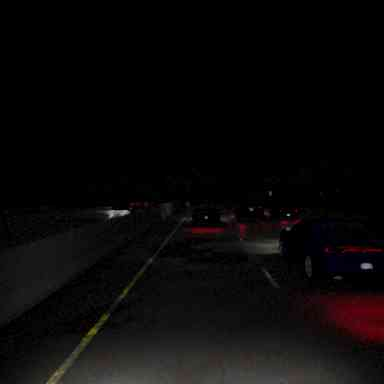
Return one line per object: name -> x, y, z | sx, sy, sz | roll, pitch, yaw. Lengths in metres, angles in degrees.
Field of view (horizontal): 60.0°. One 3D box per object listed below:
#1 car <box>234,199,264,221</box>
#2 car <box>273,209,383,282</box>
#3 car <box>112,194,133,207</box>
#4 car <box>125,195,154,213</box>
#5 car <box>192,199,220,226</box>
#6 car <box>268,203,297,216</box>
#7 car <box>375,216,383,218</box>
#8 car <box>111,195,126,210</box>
car -> 4.686, 1.390, 27.868 | 2.097, 1.767, 4.553 | 0, 0, 2
car -> 3.970, 1.498, 9.863 | 1.882, 1.535, 5.008 | 0, 0, 2
car -> -11.757, 1.570, 56.643 | 2.150, 2.045, 5.566 | 0, -3, 2
car -> -5.615, 1.364, 37.279 | 2.097, 1.767, 4.553 | 0, 0, 3
car -> 1.024, 1.500, 23.956 | 1.882, 1.535, 5.008 | 0, 0, 2
car -> 8.295, 1.652, 30.500 | 1.895, 1.301, 4.718 | 0, 0, 2
car -> 7.590, 1.598, 12.824 | 1.994, 1.385, 4.181 | 0, 0, 2
car -> -8.880, 1.484, 42.729 | 1.882, 1.535, 5.008 | 0, 0, 3
